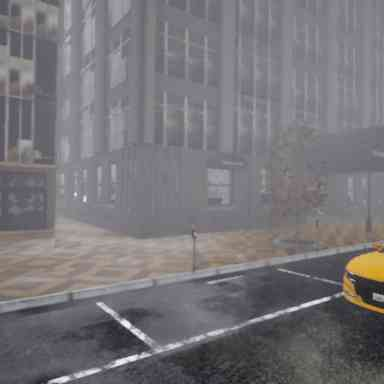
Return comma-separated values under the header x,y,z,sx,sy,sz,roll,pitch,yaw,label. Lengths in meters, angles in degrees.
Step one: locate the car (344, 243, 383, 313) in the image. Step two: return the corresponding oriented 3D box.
x,y,z,sx,sy,sz,roll,pitch,yaw,label
5.237,1.551,7.117,5.008,1.535,1.882,1,0,-35,car
